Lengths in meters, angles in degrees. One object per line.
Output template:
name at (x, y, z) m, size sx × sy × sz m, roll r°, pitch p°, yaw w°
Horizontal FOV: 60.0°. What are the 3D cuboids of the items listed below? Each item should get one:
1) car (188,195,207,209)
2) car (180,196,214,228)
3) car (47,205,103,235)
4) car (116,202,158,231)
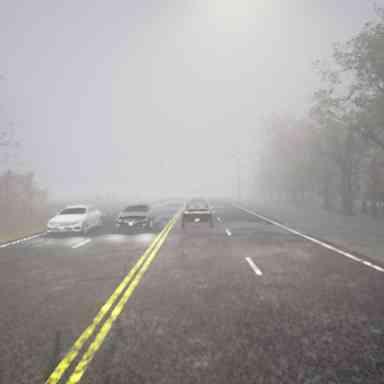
car at (0.662, 1.135, 37.836) m, size 1.994 × 1.385 × 4.181 m, roll -1°, pitch 1°, yaw 2°
car at (0.326, 1.270, 20.253) m, size 2.128 × 1.511 × 4.902 m, roll -1°, pitch 1°, yaw 1°
car at (-6.371, 1.465, 18.634) m, size 1.812 × 1.442 × 4.674 m, roll -1°, pitch 1°, yaw 1°
car at (-3.110, 1.365, 19.503) m, size 1.837 × 1.490 × 4.892 m, roll -1°, pitch 1°, yaw 1°
